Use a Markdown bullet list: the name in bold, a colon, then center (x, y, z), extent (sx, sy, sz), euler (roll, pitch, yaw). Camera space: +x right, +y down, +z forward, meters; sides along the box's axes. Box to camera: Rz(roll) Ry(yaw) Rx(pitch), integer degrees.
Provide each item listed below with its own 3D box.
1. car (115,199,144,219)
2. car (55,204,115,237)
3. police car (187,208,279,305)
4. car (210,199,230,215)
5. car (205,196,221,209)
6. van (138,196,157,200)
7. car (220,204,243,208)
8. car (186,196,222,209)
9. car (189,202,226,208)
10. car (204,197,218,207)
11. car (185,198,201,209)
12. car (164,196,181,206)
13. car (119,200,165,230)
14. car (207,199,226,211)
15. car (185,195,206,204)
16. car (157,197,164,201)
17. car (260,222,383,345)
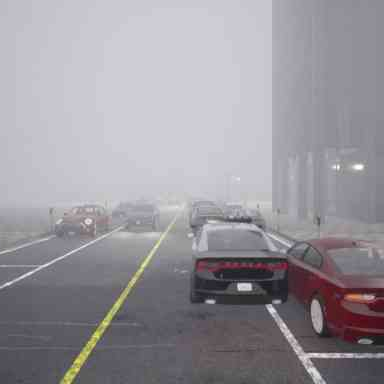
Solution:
- **car**: center (-5.677, 1.555, 29.037), extent (1.947, 1.339, 4.313), euler (0, 0, 0)
- **car**: center (-5.713, 1.435, 17.754), extent (1.967, 1.590, 4.097), euler (0, 0, 0)
- **police car**: center (0.911, 1.426, 8.300), extent (1.930, 1.638, 5.238), euler (0, 0, 0)
- **car**: center (2.866, 1.510, 34.822), extent (1.752, 1.417, 4.829), euler (0, 0, 0)
- **car**: center (2.900, 1.414, 45.934), extent (1.967, 1.590, 4.097), euler (0, 0, 0)
- **van**: center (-5.643, 1.321, 40.318), extent (1.690, 1.788, 3.998), euler (0, 0, 0)
- **car**: center (2.813, 1.546, 17.730), extent (2.008, 1.369, 4.403), euler (0, 0, 0)
- **car**: center (0.821, 1.344, 24.161), extent (2.097, 1.767, 4.553), euler (0, 0, 0)
- **car**: center (0.891, 1.501, 18.190), extent (1.837, 1.490, 4.892), euler (0, 0, 0)
- **car**: center (2.918, 1.519, 51.575), extent (2.008, 1.369, 4.403), euler (0, 0, 0)
- **car**: center (0.169, 1.521, 45.849), extent (2.033, 1.411, 5.357), euler (0, 0, 1)
- **car**: center (-2.840, 1.459, 52.745), extent (2.128, 1.511, 4.902), euler (0, 0, 0)
- **car**: center (-3.037, 1.498, 21.246), extent (1.837, 1.490, 4.892), euler (0, 0, 0)
- **car**: center (2.883, 1.530, 40.293), extent (2.008, 1.369, 4.403), euler (0, 0, 0)
- **car**: center (0.762, 1.442, 64.739), extent (1.882, 1.535, 5.008), euler (0, 0, 32)
- **car**: center (-5.590, 1.512, 57.241), extent (2.008, 1.369, 4.403), euler (0, 0, 0)
- **car**: center (2.778, 1.544, 6.449), extent (1.887, 1.381, 4.507), euler (0, 0, 0)
